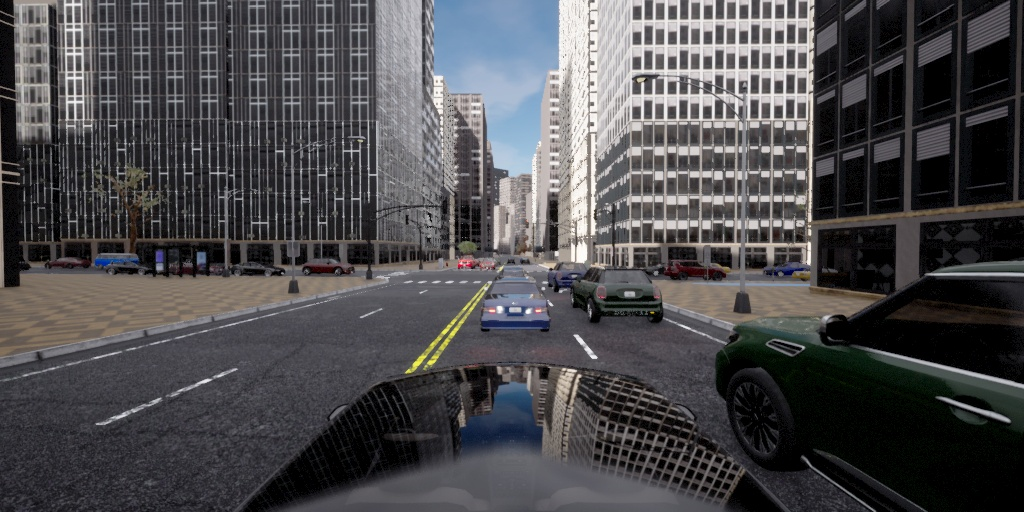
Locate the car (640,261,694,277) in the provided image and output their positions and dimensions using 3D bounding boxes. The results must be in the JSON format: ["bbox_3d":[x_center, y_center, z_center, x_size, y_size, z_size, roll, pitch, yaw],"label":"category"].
[{"bbox_3d":[16.218,1.365,37.609,4.892,1.490,1.837,0,1,-1],"label":"car"}]

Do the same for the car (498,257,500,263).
[{"bbox_3d":[-3.460,1.231,61.461,1.812,1.442,4.674,0,1,0],"label":"car"}]

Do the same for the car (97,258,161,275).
[{"bbox_3d":[-34.165,1.069,32.532,4.313,1.339,1.948,0,0,1],"label":"car"}]

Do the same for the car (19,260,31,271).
[{"bbox_3d":[-50.871,0.813,35.533,4.892,1.490,1.837,0,1,2],"label":"car"}]

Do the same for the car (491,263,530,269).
[{"bbox_3d":[0.058,1.304,20.062,1.994,1.385,4.181,0,0,0],"label":"car"}]

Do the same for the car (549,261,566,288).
[{"bbox_3d":[3.307,1.092,21.129,2.097,1.767,4.553,0,0,0],"label":"car"}]

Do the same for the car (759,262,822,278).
[{"bbox_3d":[28.972,1.450,37.392,5.008,1.535,1.882,0,1,1],"label":"car"}]

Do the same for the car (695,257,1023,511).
[{"bbox_3d":[3.339,0.972,1.673,2.150,2.045,5.566,0,0,1],"label":"car"}]

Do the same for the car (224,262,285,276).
[{"bbox_3d":[-22.799,1.173,32.251,4.313,1.339,1.948,0,0,1],"label":"car"}]

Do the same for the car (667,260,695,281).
[{"bbox_3d":[16.127,1.268,31.809,5.009,1.841,2.192,0,0,1],"label":"car"}]

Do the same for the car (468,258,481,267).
[{"bbox_3d":[-6.693,1.178,64.345,1.882,1.535,5.008,0,0,1],"label":"car"}]

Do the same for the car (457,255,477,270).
[{"bbox_3d":[-6.704,0.935,53.403,2.150,2.045,5.566,0,0,0],"label":"car"}]

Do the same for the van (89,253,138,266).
[{"bbox_3d":[-45.375,0.605,41.167,3.998,1.789,1.690,0,0,1],"label":"van"}]

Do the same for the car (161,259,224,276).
[{"bbox_3d":[-28.484,1.138,32.371,4.207,1.307,1.802,0,0,1],"label":"car"}]

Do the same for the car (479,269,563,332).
[{"bbox_3d":[0.082,1.293,10.819,2.033,1.411,5.357,0,0,0],"label":"car"}]

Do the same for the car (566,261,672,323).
[{"bbox_3d":[3.327,1.097,12.265,2.097,1.767,4.553,0,0,0],"label":"car"}]

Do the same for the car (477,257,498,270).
[{"bbox_3d":[-3.424,1.068,51.257,2.097,1.767,4.553,0,0,-1],"label":"car"}]

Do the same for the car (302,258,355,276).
[{"bbox_3d":[-17.714,0.963,34.796,4.553,1.767,2.097,1,1,3],"label":"car"}]

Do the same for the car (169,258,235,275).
[{"bbox_3d":[-30.249,1.000,35.093,4.892,1.490,1.837,1,1,1],"label":"car"}]
